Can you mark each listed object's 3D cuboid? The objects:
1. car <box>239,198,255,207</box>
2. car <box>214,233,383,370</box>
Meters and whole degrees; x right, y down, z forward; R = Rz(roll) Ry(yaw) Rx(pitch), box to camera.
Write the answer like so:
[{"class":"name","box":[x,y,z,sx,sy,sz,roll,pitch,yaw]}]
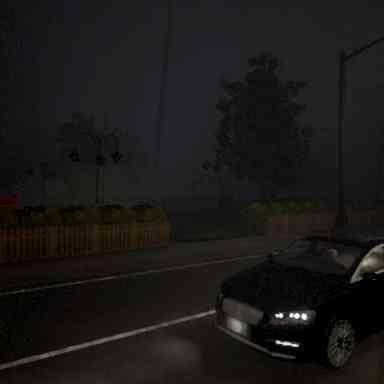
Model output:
[{"class":"car","box":[9.916,1.788,56.120,2.128,1.511,4.902,0,0,-34]},{"class":"car","box":[2.591,1.531,5.839,4.902,1.511,2.128,1,0,-35]}]
